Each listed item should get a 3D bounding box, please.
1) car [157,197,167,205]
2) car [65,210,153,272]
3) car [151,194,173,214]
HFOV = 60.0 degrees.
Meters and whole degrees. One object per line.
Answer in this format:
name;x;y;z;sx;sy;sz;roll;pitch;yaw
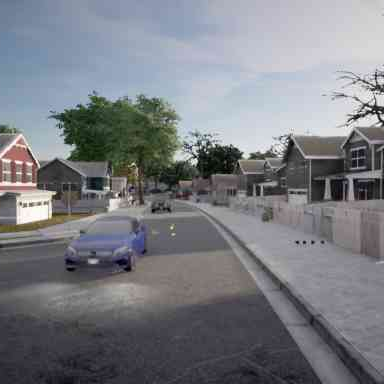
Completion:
car;-5.731;1.617;63.142;1.812;1.442;4.674;0;0;-8
car;-2.554;1.538;10.938;1.812;1.442;4.674;0;0;0
car;-3.345;1.304;37.064;2.150;2.045;5.566;0;0;-3
